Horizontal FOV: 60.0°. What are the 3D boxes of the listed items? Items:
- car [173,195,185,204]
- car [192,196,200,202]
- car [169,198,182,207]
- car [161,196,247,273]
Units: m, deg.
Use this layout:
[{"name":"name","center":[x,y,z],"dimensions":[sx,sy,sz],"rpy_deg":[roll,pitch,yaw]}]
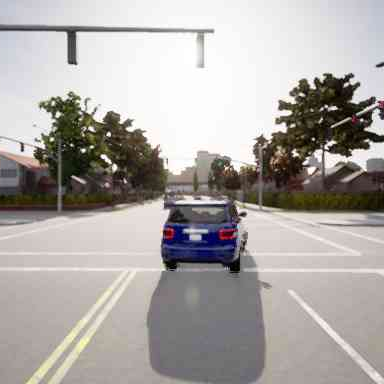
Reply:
[{"name":"car","center":[-2.561,1.514,66.322],"dimensions":[2.097,1.767,4.553],"rpy_deg":[0,0,0]},{"name":"car","center":[1.076,1.681,83.327],"dimensions":[1.882,1.535,5.008],"rpy_deg":[0,0,0]},{"name":"car","center":[-2.713,1.701,56.245],"dimensions":[1.994,1.385,4.181],"rpy_deg":[0,0,1]},{"name":"car","center":[0.601,1.249,11.087],"dimensions":[2.150,2.045,5.566],"rpy_deg":[-1,0,11]}]
